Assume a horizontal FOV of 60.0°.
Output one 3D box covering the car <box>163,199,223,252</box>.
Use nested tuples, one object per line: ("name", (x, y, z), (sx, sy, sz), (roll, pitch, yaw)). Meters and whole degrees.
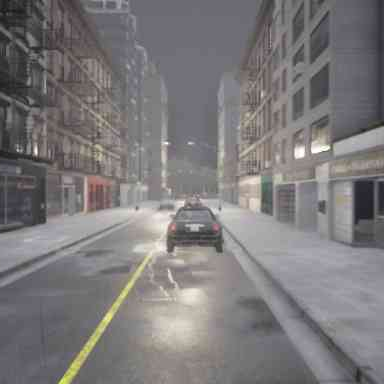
("car", (0.103, 1.356, 14.135), (2.097, 1.767, 4.553), (0, 0, 0))

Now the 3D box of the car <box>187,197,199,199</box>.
("car", (0.107, 1.373, 38.860), (2.097, 1.767, 4.553), (0, 0, 0))

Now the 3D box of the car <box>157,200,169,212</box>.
("car", (-2.993, 1.651, 39.997), (1.895, 1.301, 4.718), (0, 0, 0))
